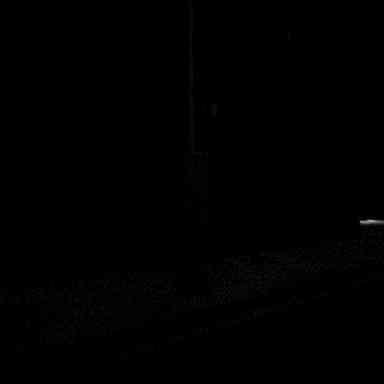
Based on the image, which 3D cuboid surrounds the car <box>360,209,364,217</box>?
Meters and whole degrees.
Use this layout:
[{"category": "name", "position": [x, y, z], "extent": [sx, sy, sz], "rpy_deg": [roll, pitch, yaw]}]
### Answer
[{"category": "car", "position": [11.215, 1.388, 26.198], "extent": [1.994, 1.385, 4.181], "rpy_deg": [0, 1, -36]}]
